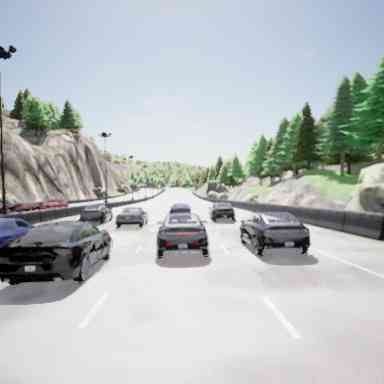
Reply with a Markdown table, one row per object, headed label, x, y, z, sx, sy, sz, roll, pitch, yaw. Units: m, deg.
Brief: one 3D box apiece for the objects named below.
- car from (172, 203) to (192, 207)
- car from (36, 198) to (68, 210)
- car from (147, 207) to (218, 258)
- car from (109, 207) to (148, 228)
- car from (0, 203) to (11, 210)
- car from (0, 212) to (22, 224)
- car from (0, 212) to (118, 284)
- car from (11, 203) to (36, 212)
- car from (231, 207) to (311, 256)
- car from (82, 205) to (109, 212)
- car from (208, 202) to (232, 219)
| label | x | y | z | sx | sy | sz | roll | pitch | yaw |
| --- | --- | --- | --- | --- | --- | --- | --- | --- | --- |
| car | -1.022 | 1.714 | 29.805 | 1.882 | 1.535 | 5.008 | -1 | -1 | -2 |
| car | -19.377 | 1.922 | 47.067 | 2.150 | 2.045 | 5.566 | -1 | 0 | -2 |
| car | -0.381 | 1.589 | 13.324 | 2.128 | 1.511 | 4.902 | -1 | 0 | -2 |
| car | -4.350 | 1.804 | 24.592 | 2.033 | 1.411 | 5.357 | -1 | 0 | -2 |
| car | -26.351 | 2.301 | 46.518 | 1.882 | 1.535 | 5.008 | -1 | 0 | -2 |
| car | -7.376 | 1.749 | 13.134 | 1.812 | 1.442 | 4.674 | -1 | -1 | -2 |
| car | -3.774 | 1.612 | 10.093 | 1.882 | 1.535 | 5.008 | -1 | 0 | -2 |
| car | -22.863 | 2.240 | 46.838 | 1.882 | 1.535 | 5.008 | -1 | -1 | -2 |
| car | 3.120 | 1.526 | 13.343 | 2.128 | 1.511 | 4.902 | -1 | 0 | -2 |
| car | -7.967 | 1.840 | 28.080 | 2.128 | 1.511 | 4.902 | -1 | 0 | -2 |
| car | 2.522 | 1.669 | 28.575 | 1.837 | 1.490 | 4.892 | -1 | 0 | -2 |
